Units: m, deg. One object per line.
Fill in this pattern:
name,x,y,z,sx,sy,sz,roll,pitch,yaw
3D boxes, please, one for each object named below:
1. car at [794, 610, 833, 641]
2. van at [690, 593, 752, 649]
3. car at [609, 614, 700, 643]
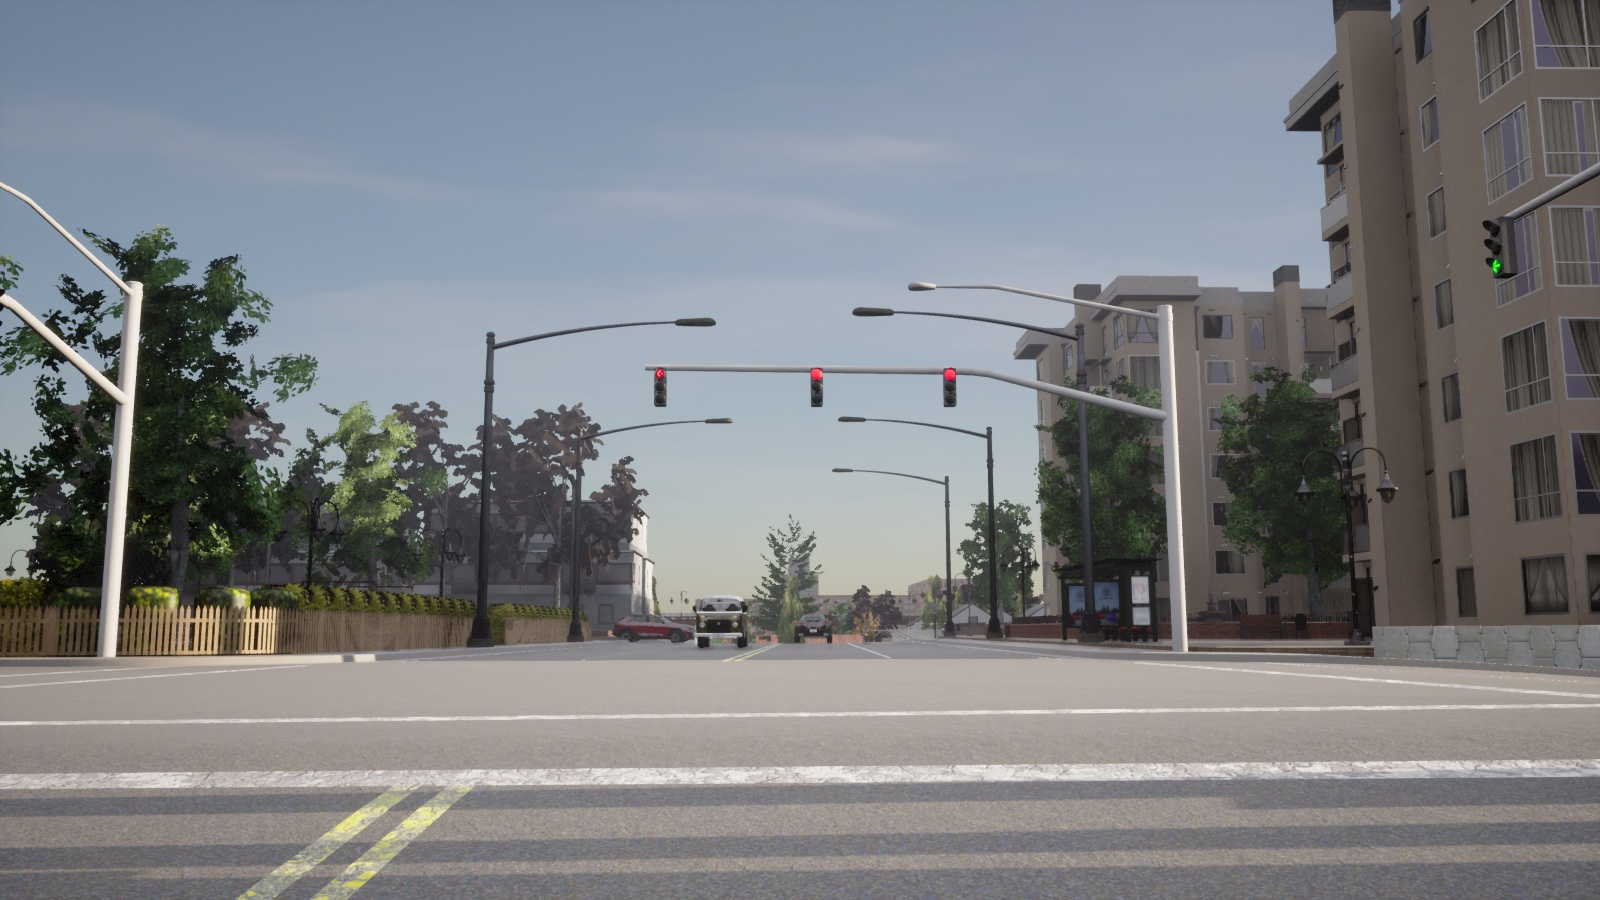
car,0.748,10.084,71.855,2.152,1.651,5.027,0,-9,1
van,-2.995,6.594,48.419,2.069,2.038,4.480,0,-8,1
car,-8.388,10.354,72.820,4.856,1.649,2.033,-1,-9,8
